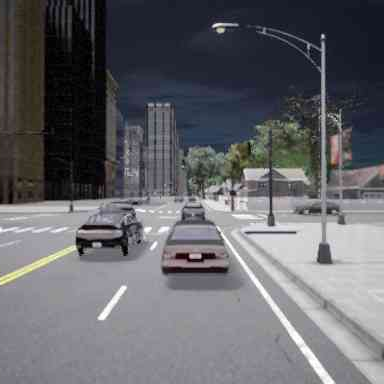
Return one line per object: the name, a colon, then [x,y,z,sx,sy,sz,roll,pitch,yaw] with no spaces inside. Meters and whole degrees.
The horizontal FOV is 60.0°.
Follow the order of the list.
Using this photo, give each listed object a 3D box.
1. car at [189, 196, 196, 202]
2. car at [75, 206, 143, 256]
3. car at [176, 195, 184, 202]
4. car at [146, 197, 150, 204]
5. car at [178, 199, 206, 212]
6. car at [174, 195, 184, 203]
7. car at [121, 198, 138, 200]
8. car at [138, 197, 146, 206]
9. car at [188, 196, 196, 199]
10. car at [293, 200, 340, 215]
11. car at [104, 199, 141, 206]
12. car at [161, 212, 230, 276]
car: [0.031,1.846,88.916,1.812,1.442,4.674,0,0,0]
car: [-3.143,1.539,13.426,2.128,1.511,4.902,0,0,0]
car: [-3.220,1.676,88.471,2.097,1.767,4.553,0,0,0]
car: [-9.727,1.763,67.780,1.812,1.442,4.674,0,0,0]
car: [0.109,1.565,27.913,2.128,1.511,4.902,0,-1,0]
car: [-3.223,1.802,78.326,1.812,1.442,4.674,0,0,0]
car: [-9.810,1.662,48.349,2.128,1.511,4.902,0,0,1]
car: [-9.773,1.804,57.668,1.895,1.301,4.718,0,0,1]
car: [0.027,1.779,78.680,1.837,1.490,4.892,0,0,0]
car: [13.295,1.681,35.289,4.892,1.490,1.837,0,-1,0]
car: [-6.185,1.590,26.861,1.837,1.490,4.892,2,-2,-34]
car: [0.090,1.585,10.437,2.033,1.411,5.357,0,0,0]
